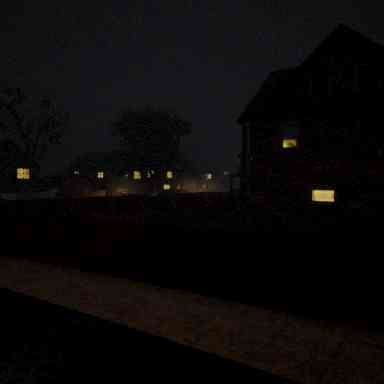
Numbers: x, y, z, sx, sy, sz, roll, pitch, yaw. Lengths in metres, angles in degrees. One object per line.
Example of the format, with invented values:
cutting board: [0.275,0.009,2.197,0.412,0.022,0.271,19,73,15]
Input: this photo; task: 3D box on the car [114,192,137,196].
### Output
car: [-8.170,0.765,39.769,1.882,1.535,5.008,1,2,37]

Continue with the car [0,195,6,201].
car: [-17.539,1.010,27.092,2.097,1.767,4.553,1,2,36]
